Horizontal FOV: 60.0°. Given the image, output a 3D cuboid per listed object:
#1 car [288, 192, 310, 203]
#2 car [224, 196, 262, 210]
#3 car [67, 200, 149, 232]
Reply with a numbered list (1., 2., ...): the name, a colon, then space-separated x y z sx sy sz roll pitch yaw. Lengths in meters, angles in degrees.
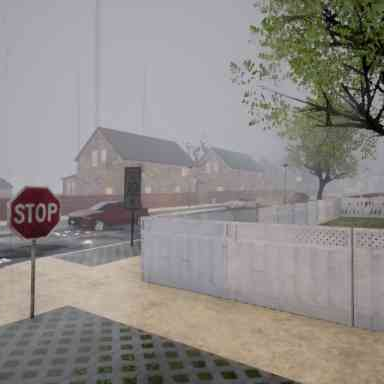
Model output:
1. car: 14.925 0.766 46.136 1.812 1.442 4.674 2 2 35
2. car: 4.962 1.091 32.256 1.895 1.301 4.718 2 2 35
3. car: -4.575 1.219 18.807 1.882 1.535 5.008 2 2 35
